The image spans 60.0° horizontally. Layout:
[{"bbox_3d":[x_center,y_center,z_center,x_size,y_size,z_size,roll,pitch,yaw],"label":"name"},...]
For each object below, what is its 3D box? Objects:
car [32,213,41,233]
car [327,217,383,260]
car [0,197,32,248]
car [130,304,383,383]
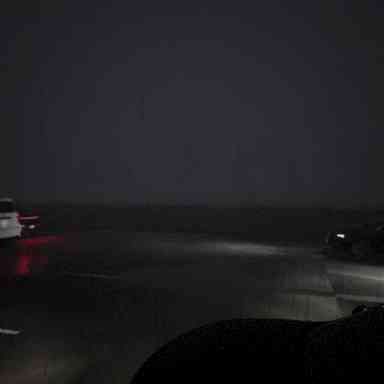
[{"bbox_3d":[-10.051,1.464,16.857,4.902,1.511,2.128,0,0,18],"label":"car"},{"bbox_3d":[7.268,1.494,11.389,4.902,1.511,2.128,0,0,18],"label":"car"},{"bbox_3d":[-9.406,1.198,12.982,5.566,2.045,2.150,0,0,18],"label":"car"},{"bbox_3d":[1.949,1.479,2.057,5.008,1.535,1.882,0,0,18],"label":"car"}]
